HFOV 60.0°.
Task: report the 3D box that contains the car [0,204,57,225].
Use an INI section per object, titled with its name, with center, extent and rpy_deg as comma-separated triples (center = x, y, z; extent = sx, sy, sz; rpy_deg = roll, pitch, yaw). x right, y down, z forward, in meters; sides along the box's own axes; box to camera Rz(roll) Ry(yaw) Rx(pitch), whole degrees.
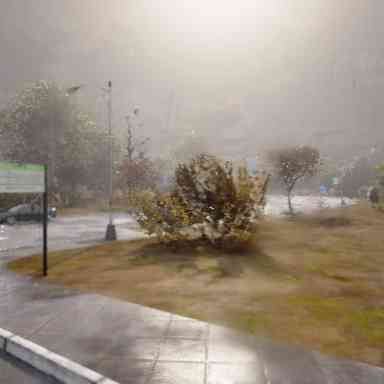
[car]
center = -13.406, 1.738, 26.798
extent = 1.837, 1.490, 4.892
rpy_deg = -1, 0, 39
